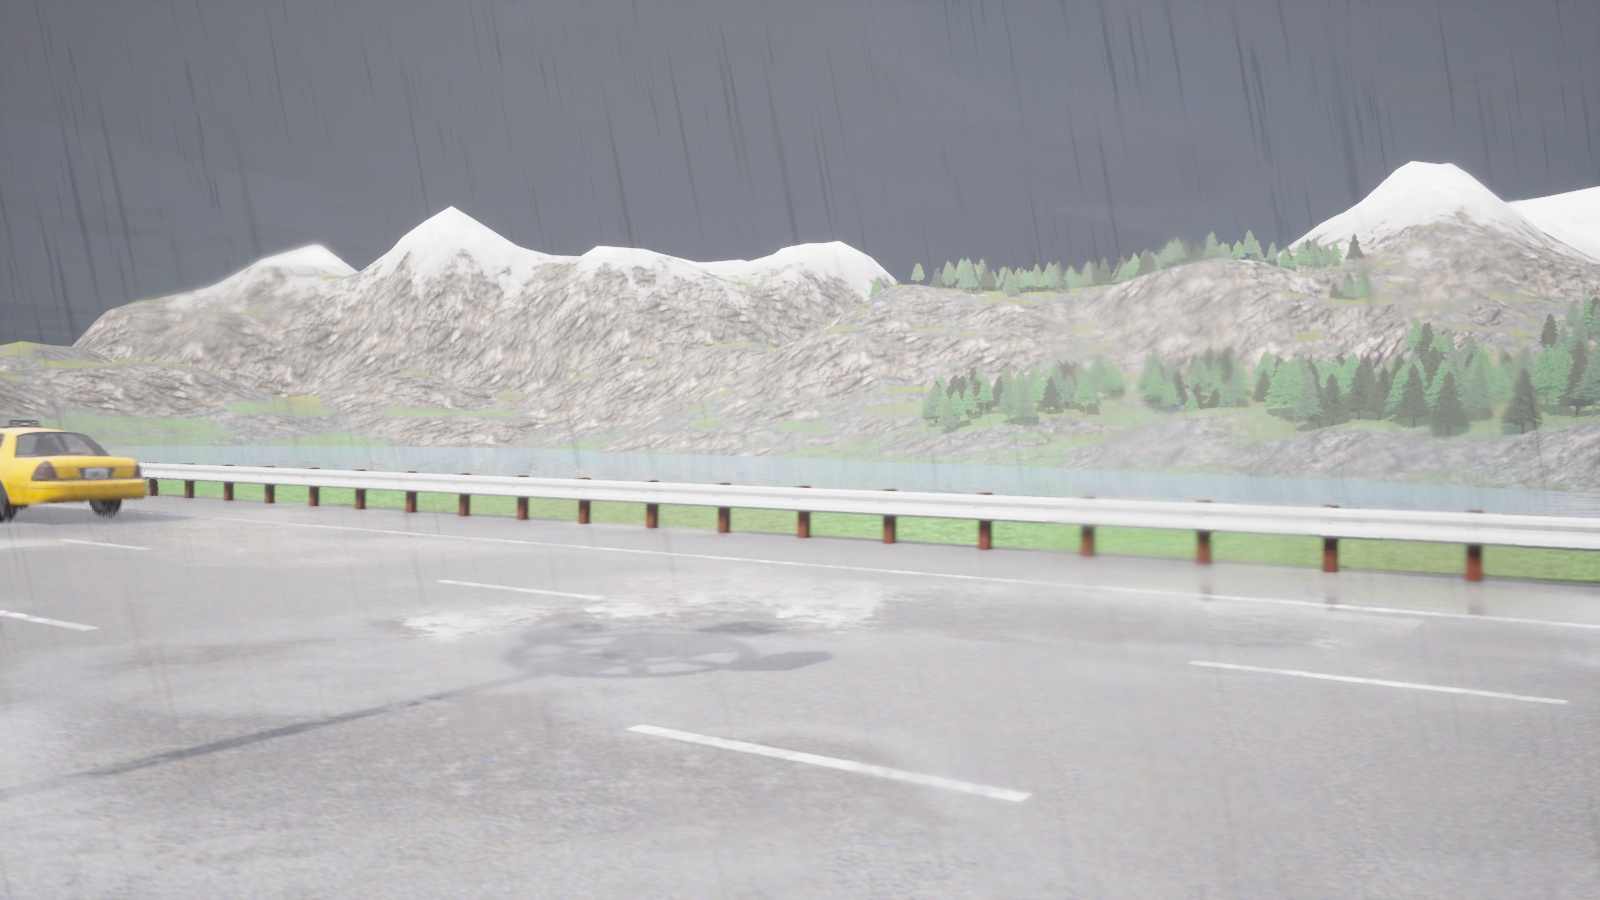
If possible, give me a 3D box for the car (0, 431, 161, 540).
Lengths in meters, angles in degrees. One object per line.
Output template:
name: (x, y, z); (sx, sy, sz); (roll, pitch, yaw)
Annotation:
car: (-12.833, 0.506, 20.552); (5.366, 1.575, 1.801); (0, 1, 34)
